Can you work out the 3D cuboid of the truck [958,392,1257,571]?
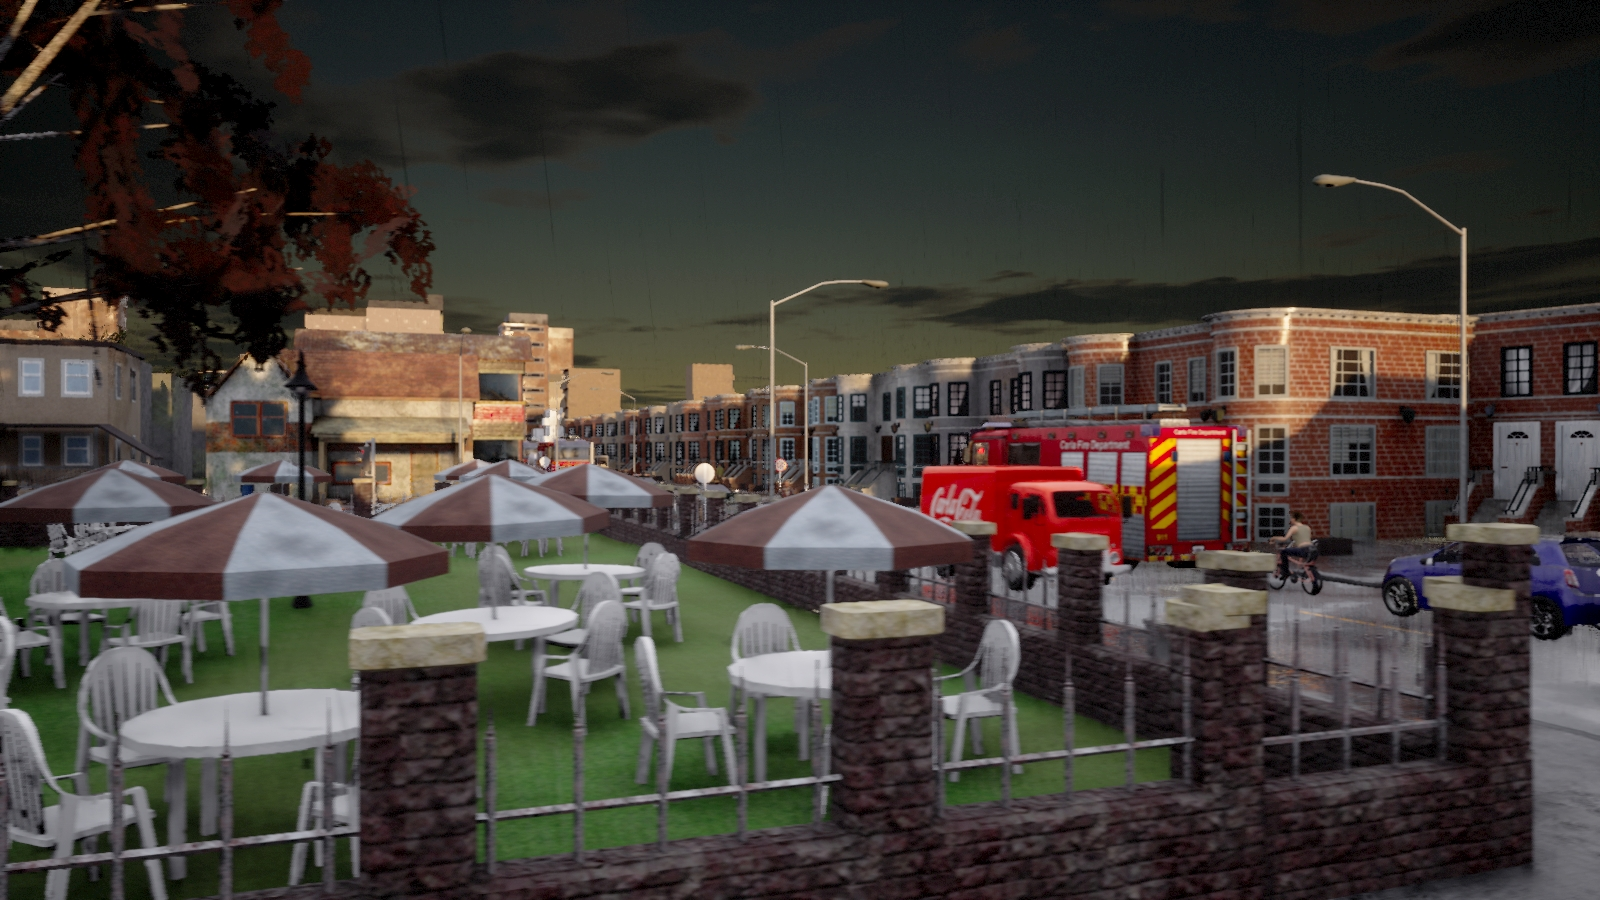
[{"bbox_3d":[7.333,0.671,28.931,2.891,3.827,8.468,0,0,-21],"label":"truck"}]

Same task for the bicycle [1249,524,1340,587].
[{"bbox_3d":[9.667,2.036,22.384,0.859,1.080,1.487,0,0,-19],"label":"bicycle"}]

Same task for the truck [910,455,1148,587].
[{"bbox_3d":[4.686,1.348,24.411,2.627,2.467,5.204,0,0,-20],"label":"truck"}]

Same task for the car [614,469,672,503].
[{"bbox_3d":[-8.167,1.818,58.994,2.038,1.542,4.974,0,0,-19],"label":"car"}]

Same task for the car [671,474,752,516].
[{"bbox_3d":[-3.703,1.821,47.103,2.038,1.542,4.974,0,0,-20],"label":"car"}]

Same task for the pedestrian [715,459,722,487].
[{"bbox_3d":[-5.481,1.526,76.866,0.375,1.860,0.375,0,0,-26],"label":"pedestrian"}]

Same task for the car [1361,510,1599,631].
[{"bbox_3d":[11.138,1.818,18.243,1.845,1.501,3.633,0,0,-20],"label":"car"}]

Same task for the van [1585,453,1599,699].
[{"bbox_3d":[9.940,1.316,9.393,1.988,2.561,5.915,0,0,-14],"label":"van"}]
